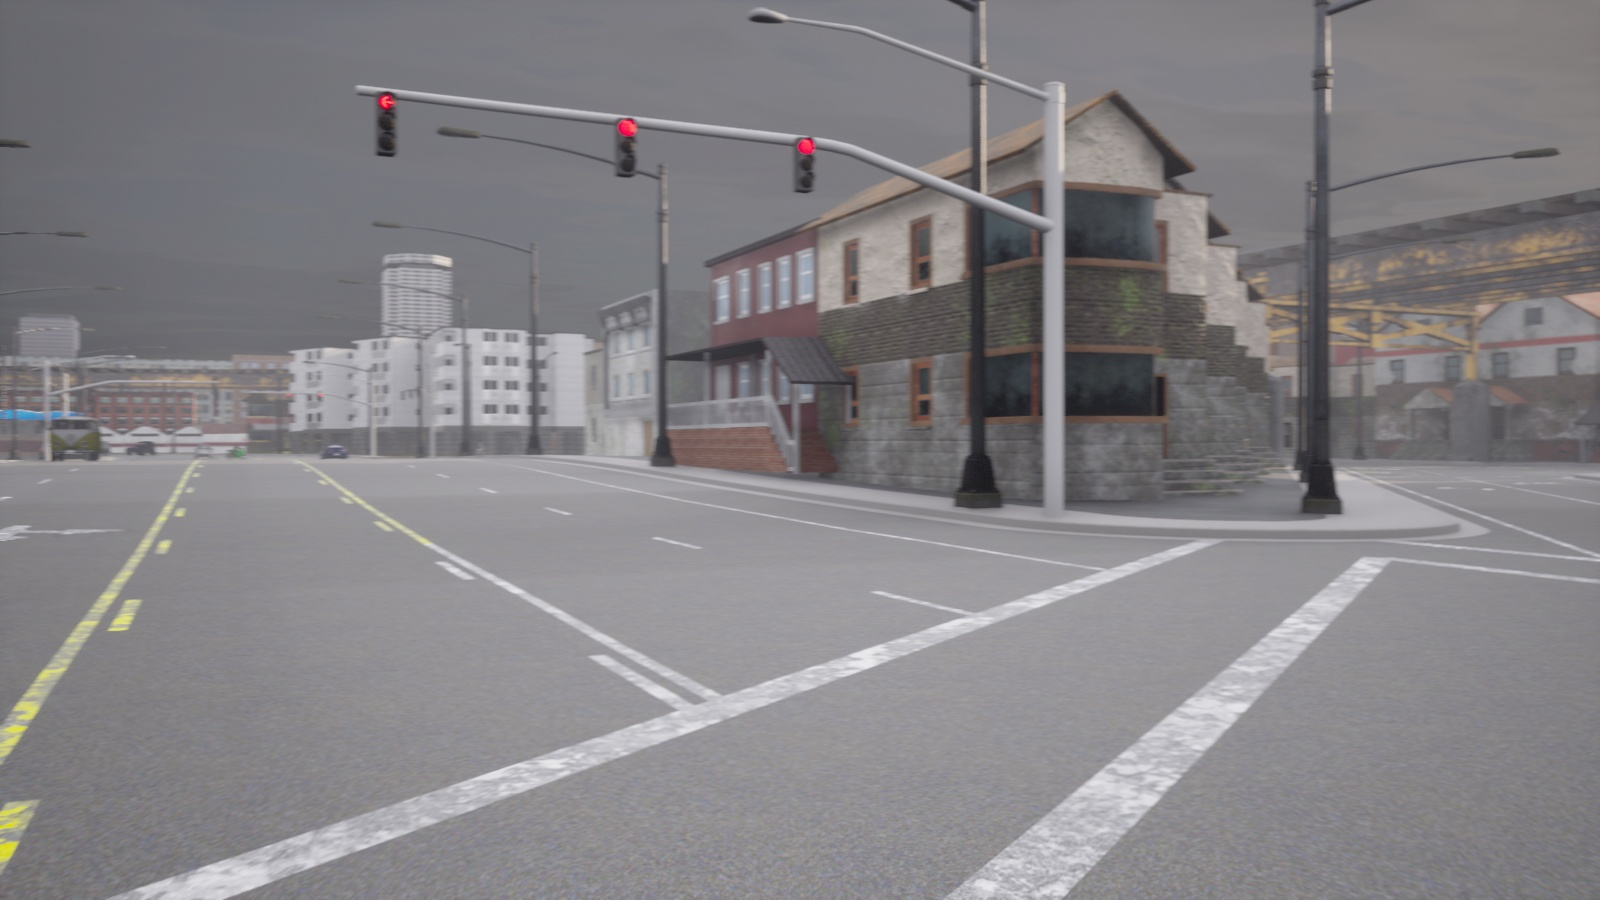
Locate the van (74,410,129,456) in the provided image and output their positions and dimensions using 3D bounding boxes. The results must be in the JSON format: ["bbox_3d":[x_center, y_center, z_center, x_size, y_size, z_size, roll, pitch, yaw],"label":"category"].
[{"bbox_3d":[-32.016,-0.738,57.630,1.775,1.987,4.442,0,0,-24],"label":"van"}]
